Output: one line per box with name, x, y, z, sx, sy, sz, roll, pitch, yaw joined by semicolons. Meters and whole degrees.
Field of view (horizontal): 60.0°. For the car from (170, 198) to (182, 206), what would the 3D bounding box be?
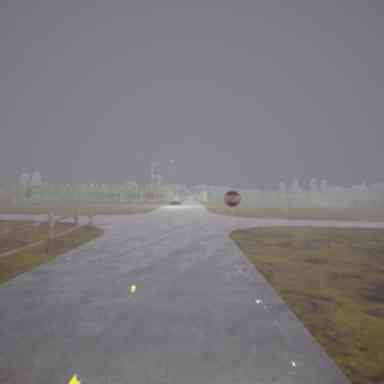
car;-2.752;1.718;56.256;1.895;1.301;4.718;0;0;0
